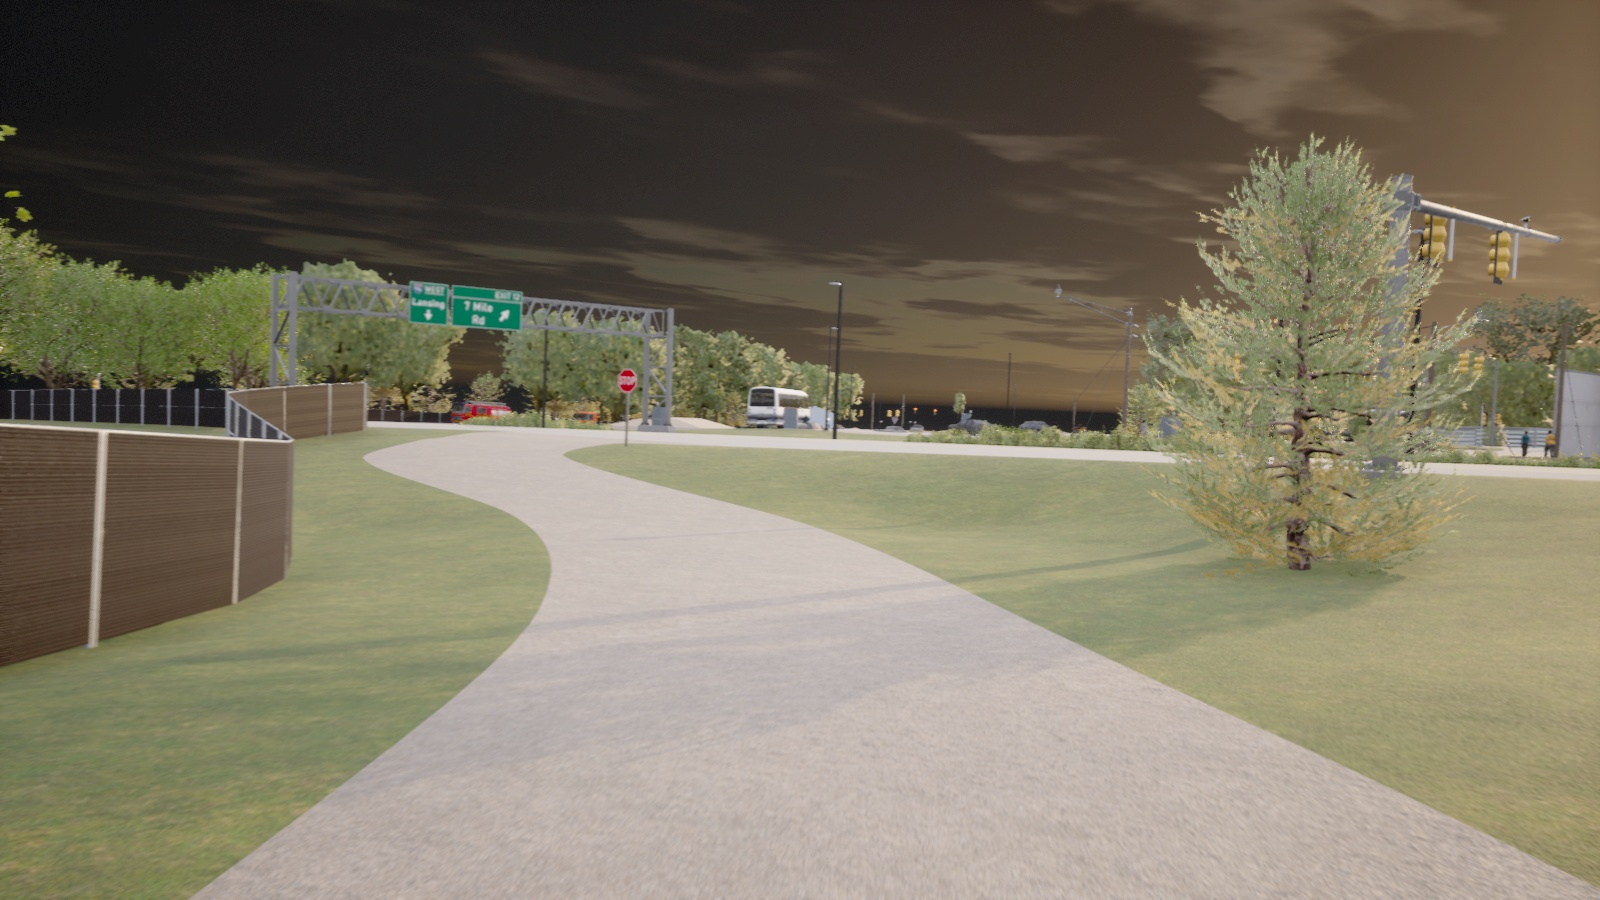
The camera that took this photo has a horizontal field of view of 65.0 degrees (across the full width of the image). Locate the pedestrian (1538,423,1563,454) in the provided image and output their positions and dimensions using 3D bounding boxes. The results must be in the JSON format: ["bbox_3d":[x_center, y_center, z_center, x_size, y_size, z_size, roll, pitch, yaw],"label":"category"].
[{"bbox_3d":[46.925,-0.707,78.515,0.874,1.855,0.900,1,2,-10],"label":"pedestrian"}]

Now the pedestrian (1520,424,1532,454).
[{"bbox_3d":[46.622,-0.705,80.615,0.692,1.930,0.396,0,3,-44],"label":"pedestrian"}]
